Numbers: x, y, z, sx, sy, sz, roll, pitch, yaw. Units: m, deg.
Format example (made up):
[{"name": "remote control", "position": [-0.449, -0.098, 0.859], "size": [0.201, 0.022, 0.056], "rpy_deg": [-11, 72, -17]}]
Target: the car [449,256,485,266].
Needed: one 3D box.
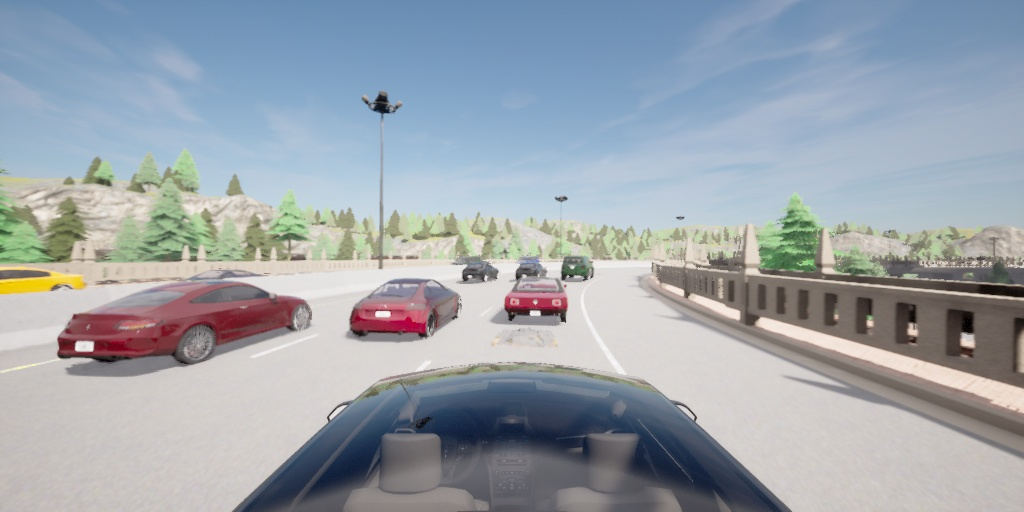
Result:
[{"name": "car", "position": [-6.110, 1.072, 47.707], "size": [2.150, 2.045, 5.566], "rpy_deg": [0, 0, 27]}]

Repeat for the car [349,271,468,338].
[{"name": "car", "position": [-2.781, 1.312, 10.230], "size": [1.994, 1.385, 4.181], "rpy_deg": [0, 0, 5]}]

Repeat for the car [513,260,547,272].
[{"name": "car", "position": [1.699, 1.297, 30.035], "size": [1.837, 1.490, 4.892], "rpy_deg": [0, 0, 19]}]

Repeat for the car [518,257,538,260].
[{"name": "car", "position": [2.148, 1.120, 54.964], "size": [2.150, 2.045, 5.566], "rpy_deg": [0, 0, 33]}]

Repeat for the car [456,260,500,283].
[{"name": "car", "position": [-2.411, 1.288, 28.779], "size": [1.837, 1.490, 4.892], "rpy_deg": [0, 0, 17]}]

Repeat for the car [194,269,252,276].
[{"name": "car", "position": [-12.806, 1.285, 15.775], "size": [1.994, 1.385, 4.181], "rpy_deg": [0, 0, 9]}]

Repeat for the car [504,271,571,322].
[{"name": "car", "position": [0.979, 1.366, 12.528], "size": [1.895, 1.301, 4.718], "rpy_deg": [0, 0, 8]}]

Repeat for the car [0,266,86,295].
[{"name": "car", "position": [-20.143, 1.166, 13.856], "size": [1.882, 1.535, 5.008], "rpy_deg": [0, 0, 7]}]

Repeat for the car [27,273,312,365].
[{"name": "car", "position": [-6.517, 1.254, 7.904], "size": [1.812, 1.442, 4.674], "rpy_deg": [0, 0, 4]}]

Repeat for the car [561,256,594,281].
[{"name": "car", "position": [5.743, 1.021, 31.082], "size": [2.150, 2.045, 5.566], "rpy_deg": [0, 0, 20]}]

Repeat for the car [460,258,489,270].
[{"name": "car", "position": [-5.706, 1.246, 55.551], "size": [2.097, 1.767, 4.553], "rpy_deg": [0, 0, 31]}]
